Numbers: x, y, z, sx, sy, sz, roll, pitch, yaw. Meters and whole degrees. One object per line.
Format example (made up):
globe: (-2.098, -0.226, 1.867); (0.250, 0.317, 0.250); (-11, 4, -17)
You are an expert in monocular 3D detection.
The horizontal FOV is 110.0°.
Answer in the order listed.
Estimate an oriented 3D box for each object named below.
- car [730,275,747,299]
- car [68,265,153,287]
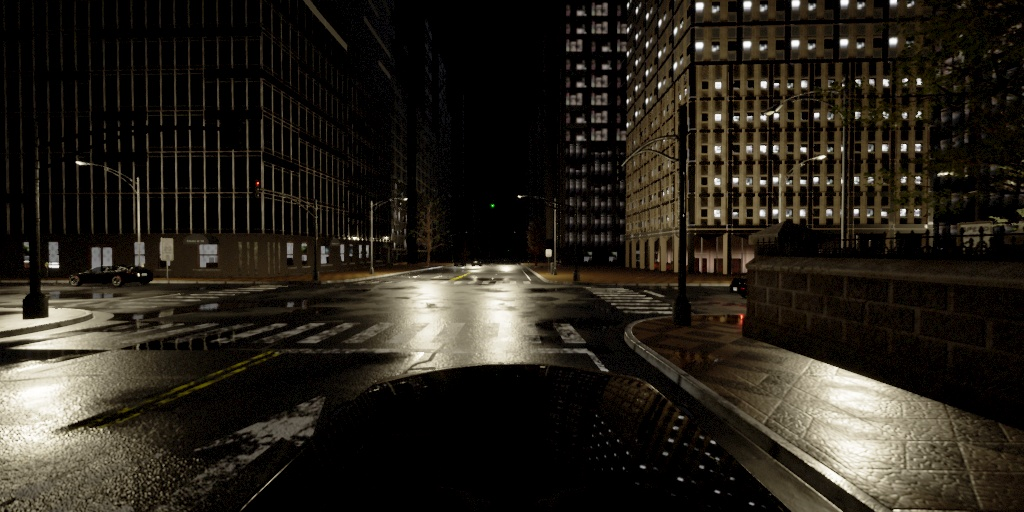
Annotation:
car: (12.444, 1.332, 16.204); (4.674, 1.442, 1.812); (0, 1, 2)
car: (-25.600, 1.218, 22.998); (4.313, 1.339, 1.948); (0, 0, 2)
